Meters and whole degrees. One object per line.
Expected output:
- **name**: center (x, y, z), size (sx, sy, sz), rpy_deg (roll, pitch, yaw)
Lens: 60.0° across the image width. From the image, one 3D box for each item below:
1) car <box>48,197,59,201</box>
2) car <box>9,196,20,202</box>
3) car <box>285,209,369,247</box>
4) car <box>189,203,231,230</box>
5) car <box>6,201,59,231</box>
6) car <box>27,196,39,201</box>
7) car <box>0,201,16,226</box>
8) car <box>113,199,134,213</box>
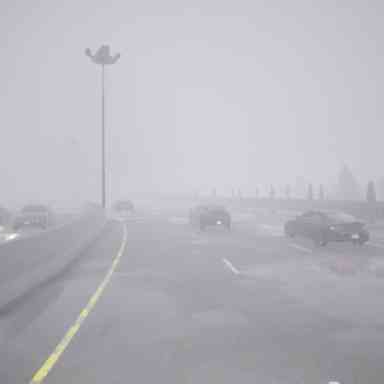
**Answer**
- **car**: center (-24.787, 1.572, 59.439), size (1.812, 1.442, 4.674), rpy_deg (0, 0, -23)
- **car**: center (-35.466, 1.570, 66.546), size (1.812, 1.442, 4.674), rpy_deg (0, 0, -23)
- **car**: center (5.768, 1.488, 14.709), size (1.812, 1.442, 4.674), rpy_deg (0, 0, -8)
- **car**: center (1.045, 1.481, 21.168), size (1.837, 1.490, 4.892), rpy_deg (0, 0, -12)
- **car**: center (-9.879, 1.527, 21.060), size (1.837, 1.490, 4.892), rpy_deg (0, 0, -14)
- **car**: center (-29.257, 1.549, 61.002), size (1.837, 1.490, 4.892), rpy_deg (0, 0, -23)
- **car**: center (-14.181, 1.601, 23.605), size (1.994, 1.385, 4.181), rpy_deg (0, 0, -16)
- **car**: center (-7.835, 1.489, 37.820), size (2.128, 1.511, 4.902), rpy_deg (0, 0, -22)
